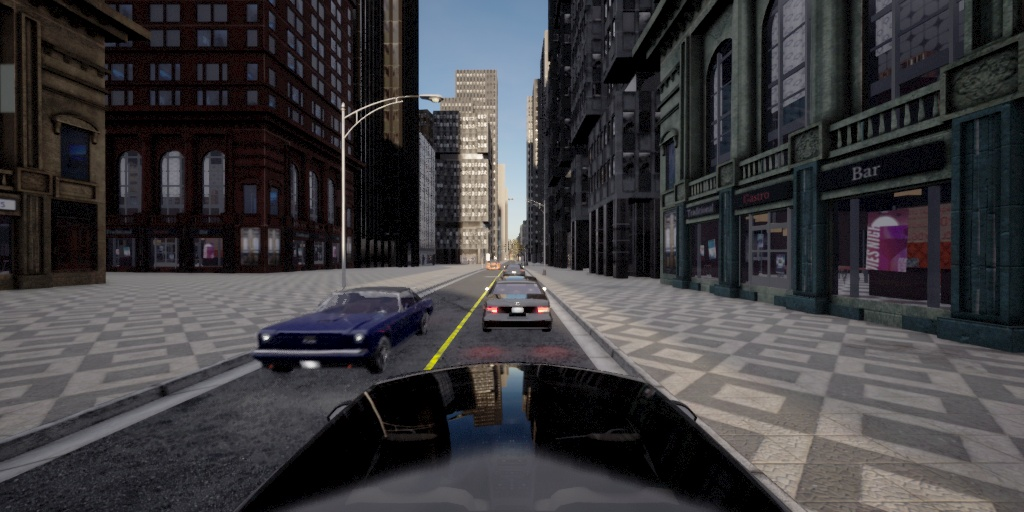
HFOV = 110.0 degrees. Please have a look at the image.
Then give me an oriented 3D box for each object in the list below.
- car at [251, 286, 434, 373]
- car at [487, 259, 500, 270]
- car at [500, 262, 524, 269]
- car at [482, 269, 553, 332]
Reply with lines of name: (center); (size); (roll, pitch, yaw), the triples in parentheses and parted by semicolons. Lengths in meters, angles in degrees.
car: (-3.086, 1.353, 7.696); (1.895, 1.301, 4.718); (0, 0, 0)
car: (-2.876, 1.349, 57.125); (2.097, 1.767, 4.553); (0, 0, 0)
car: (0.178, 1.366, 32.484); (1.994, 1.385, 4.181); (0, 0, 0)
car: (0.124, 1.303, 10.838); (2.033, 1.411, 5.357); (0, 0, 0)
